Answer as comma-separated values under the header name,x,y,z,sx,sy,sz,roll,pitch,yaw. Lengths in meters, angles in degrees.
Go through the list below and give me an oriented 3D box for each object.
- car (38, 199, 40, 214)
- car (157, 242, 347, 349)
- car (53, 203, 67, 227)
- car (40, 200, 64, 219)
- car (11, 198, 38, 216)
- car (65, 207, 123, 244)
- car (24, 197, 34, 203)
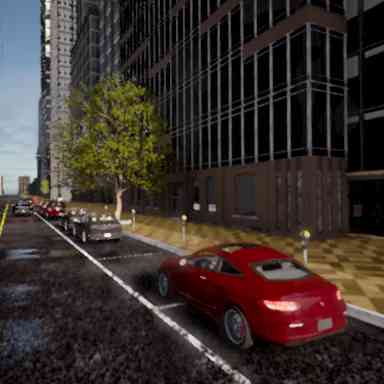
name,x,y,z,sx,sy,sz,roll,pitch,yaw
car,-15.513,1.625,36.225,1.967,1.590,4.097,0,0,-28
car,0.760,1.597,6.196,1.802,1.307,4.206,0,0,-28
car,-7.376,1.658,21.210,2.008,1.369,4.403,0,0,-28
car,-12.801,1.600,31.221,1.967,1.590,4.097,0,0,-28
car,-17.606,1.685,34.647,2.128,1.511,4.902,0,0,-28
car,-4.664,1.630,16.206,2.008,1.369,4.403,0,0,-28
car,-39.919,1.943,81.268,1.947,1.339,4.313,0,0,-28
